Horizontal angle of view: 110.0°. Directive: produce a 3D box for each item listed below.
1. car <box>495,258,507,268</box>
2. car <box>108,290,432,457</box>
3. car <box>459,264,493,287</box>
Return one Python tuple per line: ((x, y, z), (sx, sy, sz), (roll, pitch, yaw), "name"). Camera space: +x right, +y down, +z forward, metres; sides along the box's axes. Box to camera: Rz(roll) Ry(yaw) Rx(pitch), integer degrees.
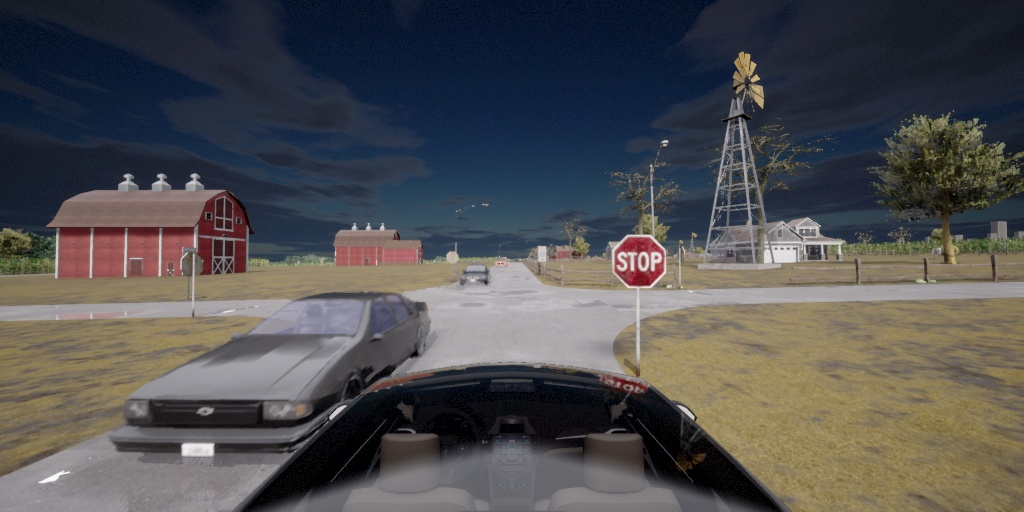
((-1.937, 1.138, 64.362), (2.097, 1.767, 4.553), (0, 0, 1), "car")
((-2.701, 1.301, 5.783), (2.033, 1.411, 5.357), (0, 0, 1), "car")
((-2.448, 1.298, 25.038), (1.812, 1.442, 4.674), (0, 0, 1), "car")
